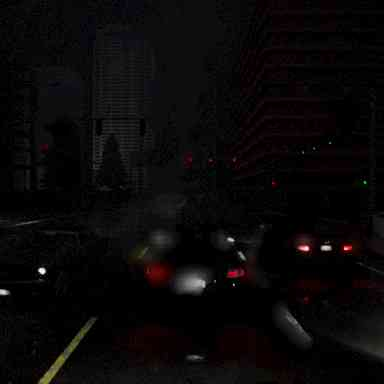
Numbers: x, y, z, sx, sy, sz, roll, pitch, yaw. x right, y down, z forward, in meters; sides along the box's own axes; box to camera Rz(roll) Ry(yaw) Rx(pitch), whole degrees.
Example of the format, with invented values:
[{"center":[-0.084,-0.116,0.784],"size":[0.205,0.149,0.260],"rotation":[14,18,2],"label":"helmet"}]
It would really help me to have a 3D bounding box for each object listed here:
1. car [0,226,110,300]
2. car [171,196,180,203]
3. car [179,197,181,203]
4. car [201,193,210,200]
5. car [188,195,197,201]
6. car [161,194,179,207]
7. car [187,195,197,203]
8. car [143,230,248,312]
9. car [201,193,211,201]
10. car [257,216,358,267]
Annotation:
[{"center":[-3.600,1.601,8.543],"size":[1.895,1.301,4.718],"rotation":[0,0,0],"label":"car"},{"center":[-3.443,1.524,70.629],"size":[1.812,1.442,4.674],"rotation":[0,0,0],"label":"car"},{"center":[-3.521,1.352,60.650],"size":[2.097,1.767,4.553],"rotation":[0,0,0],"label":"car"},{"center":[3.574,1.206,90.442],"size":[2.150,2.045,5.566],"rotation":[0,0,0],"label":"car"},{"center":[0.066,1.534,81.417],"size":[2.033,1.411,5.357],"rotation":[0,0,0],"label":"car"},{"center":[-3.554,1.491,50.726],"size":[2.128,1.511,4.902],"rotation":[0,0,0],"label":"car"},{"center":[0.085,1.501,71.071],"size":[1.837,1.490,4.892],"rotation":[0,0,0],"label":"car"},{"center":[0.075,1.564,7.778],"size":[1.994,1.385,4.181],"rotation":[0,0,0],"label":"car"},{"center":[3.566,1.493,80.558],"size":[1.837,1.490,4.892],"rotation":[0,0,0],"label":"car"},{"center":[3.599,1.547,11.398],"size":[2.033,1.411,5.357],"rotation":[0,0,0],"label":"car"}]
